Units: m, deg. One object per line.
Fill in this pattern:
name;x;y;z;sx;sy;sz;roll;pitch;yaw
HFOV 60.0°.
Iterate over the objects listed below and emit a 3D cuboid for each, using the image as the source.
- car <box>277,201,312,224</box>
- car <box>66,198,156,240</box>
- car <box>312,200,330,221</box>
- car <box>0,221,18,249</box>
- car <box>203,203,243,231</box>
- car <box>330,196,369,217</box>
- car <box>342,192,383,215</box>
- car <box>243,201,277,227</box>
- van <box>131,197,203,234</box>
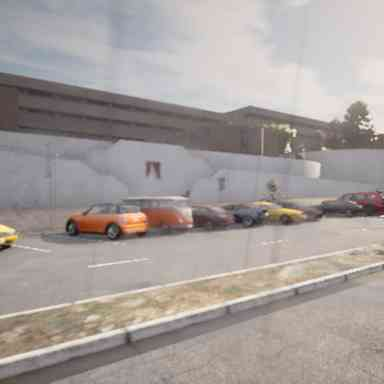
car;5.440;1.428;23.954;5.366;1.575;1.946;-1;-1;35
car;-4.421;1.366;17.111;4.553;1.767;2.185;-1;0;35
car;7.741;1.438;25.769;4.792;1.488;2.163;-1;-1;35
car;-9.151;1.490;13.565;5.366;1.575;1.946;-1;-1;35
car;0.421;1.512;20.586;4.674;1.452;2.002;-1;0;35
car;12.580;1.381;29.243;4.674;1.452;2.002;-1;0;35
car;14.977;1.053;30.991;5.566;2.045;2.435;-1;0;35
car;2.824;1.488;22.335;4.792;1.488;2.163;-1;0;35
van;-1.910;1.259;18.803;4.442;1.987;1.878;-1;-1;35
